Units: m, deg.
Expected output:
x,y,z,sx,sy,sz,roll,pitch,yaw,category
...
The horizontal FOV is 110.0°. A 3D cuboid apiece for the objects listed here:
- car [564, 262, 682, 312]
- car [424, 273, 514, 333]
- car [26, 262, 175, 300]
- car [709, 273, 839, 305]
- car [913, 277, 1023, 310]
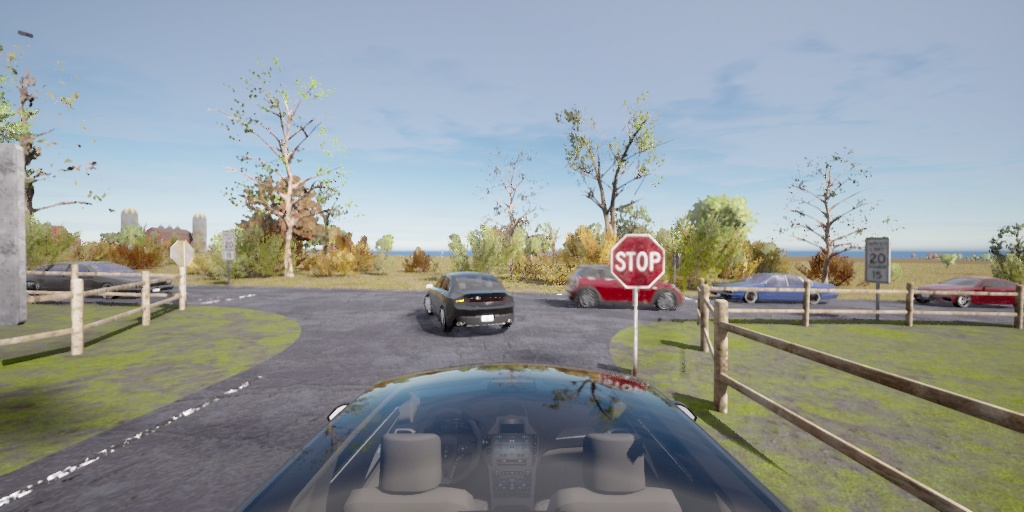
x,y,z,sx,sy,sz,roll,pitch,yaw,category
4.500,1.191,14.736,4.553,1.767,2.097,2,0,0,car
-1.435,1.244,10.908,1.837,1.490,4.892,0,0,-20,car
-17.260,0.959,14.732,5.357,1.411,2.033,1,1,0,car
12.804,1.567,17.648,5.357,1.411,2.033,1,1,-1,car
22.708,1.756,17.656,4.674,1.442,1.812,1,1,0,car
